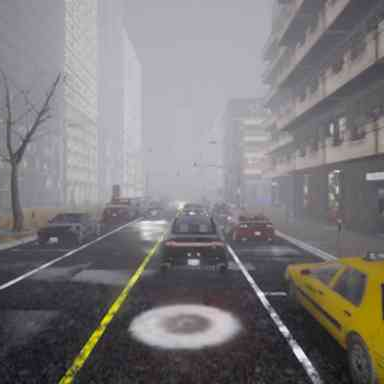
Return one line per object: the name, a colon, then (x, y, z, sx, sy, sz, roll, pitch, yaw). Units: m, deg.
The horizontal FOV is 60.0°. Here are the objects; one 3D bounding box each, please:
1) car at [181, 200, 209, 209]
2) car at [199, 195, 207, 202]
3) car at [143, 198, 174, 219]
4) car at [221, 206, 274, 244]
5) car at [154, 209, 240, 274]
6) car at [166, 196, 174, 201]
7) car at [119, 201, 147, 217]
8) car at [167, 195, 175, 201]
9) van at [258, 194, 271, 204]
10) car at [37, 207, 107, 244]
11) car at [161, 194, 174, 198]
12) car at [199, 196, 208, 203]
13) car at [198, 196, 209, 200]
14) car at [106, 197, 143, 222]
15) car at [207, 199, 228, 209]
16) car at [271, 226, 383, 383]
car: (0.067, 1.586, 26.560, 2.033, 1.411, 5.357, 0, 0, 0)
car: (2.686, 1.602, 81.398, 1.967, 1.590, 4.097, 0, 0, 0)
car: (-3.085, 1.535, 29.782, 2.128, 1.511, 4.902, 0, 0, 0)
car: (2.687, 1.567, 15.862, 1.887, 1.381, 4.507, 0, 0, 0)
car: (0.060, 1.507, 10.592, 2.128, 1.511, 4.902, 0, 0, 0)
car: (-5.693, 1.744, 86.927, 1.947, 1.339, 4.313, 0, 0, 0)
car: (-5.694, 1.614, 32.431, 1.947, 1.339, 4.313, 0, 0, 0)
car: (-5.694, 1.634, 92.455, 1.967, 1.590, 4.097, 0, 0, 0)
van: (13.709, 1.212, 57.899, 3.998, 1.788, 1.690, -1, 1, 0)
car: (-5.693, 1.588, 15.863, 1.947, 1.339, 4.313, 0, 0, 0)
car: (-5.695, 1.448, 70.345, 2.192, 1.841, 5.009, 0, 0, 0)
car: (2.687, 1.692, 75.870, 1.887, 1.381, 4.507, 0, 0, 0)
car: (2.687, 1.678, 70.343, 1.887, 1.381, 4.507, 0, 0, 0)
car: (-5.695, 1.354, 26.908, 2.192, 1.841, 5.009, 0, 0, 0)
car: (2.686, 1.593, 32.430, 1.887, 1.381, 4.507, 0, 0, 0)
car: (2.686, 1.532, 4.986, 1.752, 1.417, 4.829, 0, 0, 0)
